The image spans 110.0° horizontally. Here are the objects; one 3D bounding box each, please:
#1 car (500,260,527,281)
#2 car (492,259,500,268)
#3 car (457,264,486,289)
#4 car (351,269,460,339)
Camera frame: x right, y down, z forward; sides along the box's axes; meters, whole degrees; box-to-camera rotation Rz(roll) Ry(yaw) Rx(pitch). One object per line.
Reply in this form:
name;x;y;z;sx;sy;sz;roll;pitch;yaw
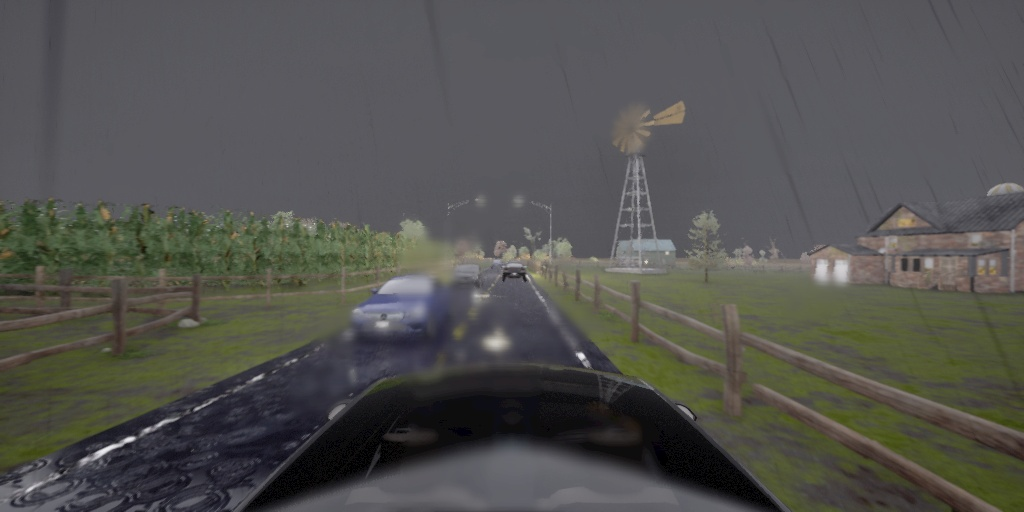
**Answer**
car;0.197;1.237;30.228;1.882;1.535;5.008;0;0;0
car;-2.645;1.322;64.319;1.812;1.442;4.674;0;0;1
car;-2.754;1.251;23.145;1.837;1.490;4.892;0;0;0
car;-2.825;1.267;10.230;1.812;1.442;4.674;0;0;0
